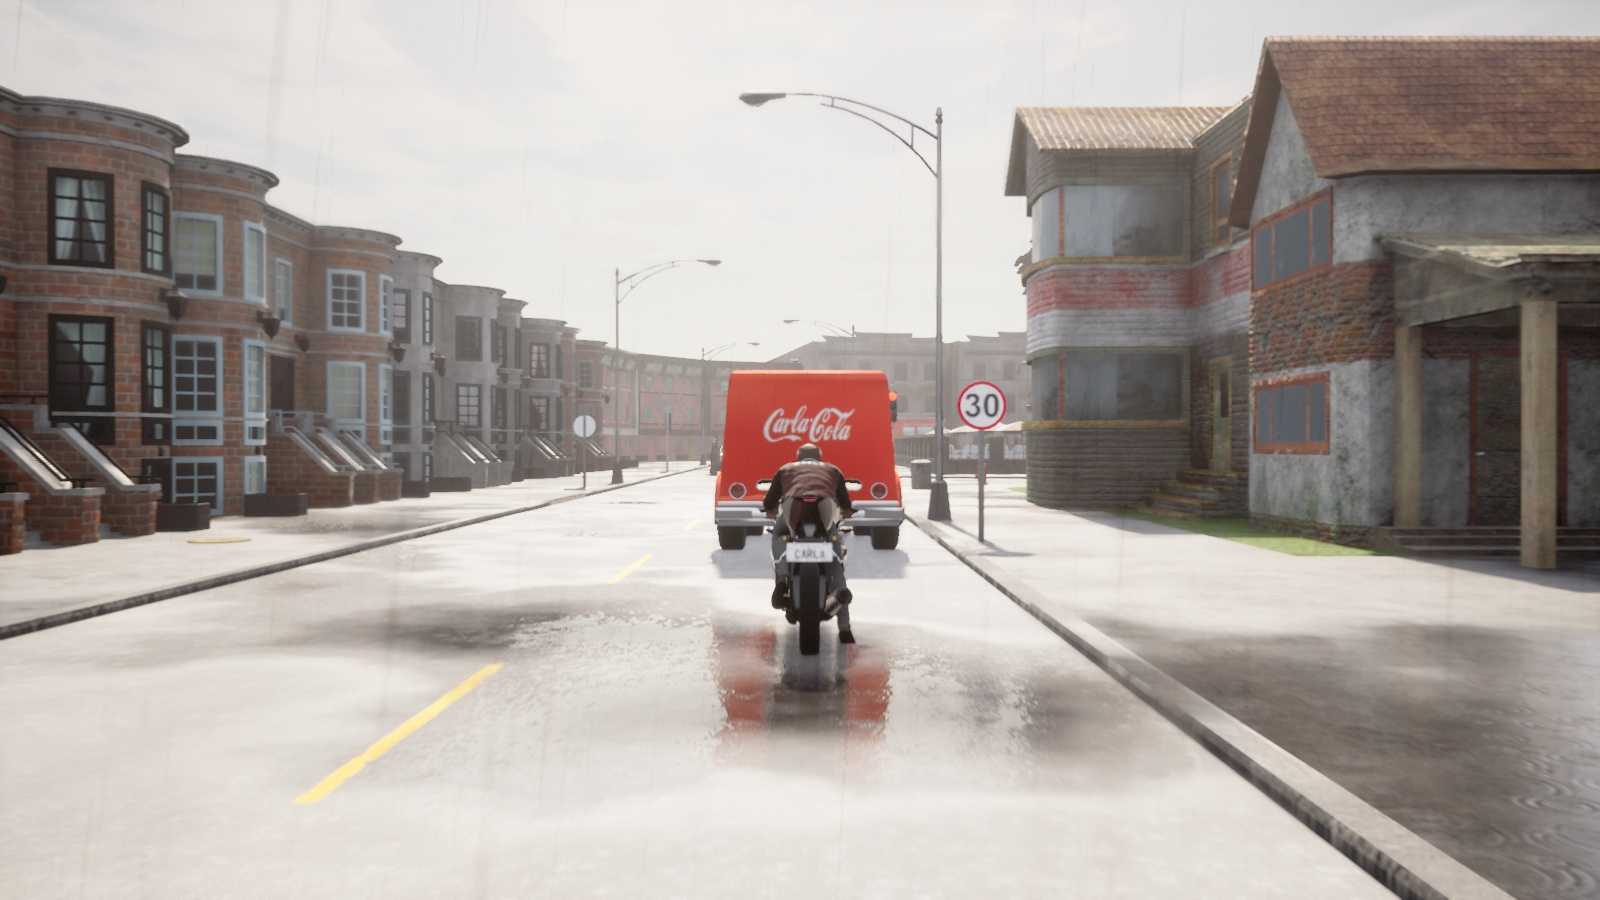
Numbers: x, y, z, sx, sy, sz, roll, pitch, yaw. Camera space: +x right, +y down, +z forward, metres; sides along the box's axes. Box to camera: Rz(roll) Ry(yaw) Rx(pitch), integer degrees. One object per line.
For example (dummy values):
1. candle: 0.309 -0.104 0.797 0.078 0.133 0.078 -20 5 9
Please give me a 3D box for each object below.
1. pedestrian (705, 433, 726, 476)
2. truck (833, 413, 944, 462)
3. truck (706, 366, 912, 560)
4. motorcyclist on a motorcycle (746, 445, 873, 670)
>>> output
1. pedestrian: -3.904 0.207 58.164 0.873 1.952 0.659 0 0 7
2. truck: 6.902 -0.969 98.969 8.468 3.827 2.891 0 0 -1
3. truck: 0.123 0.155 18.612 2.627 2.467 5.204 0 0 0
4. motorcyclist on a motorcycle: 0.071 0.727 9.649 0.866 1.530 2.191 0 0 0
